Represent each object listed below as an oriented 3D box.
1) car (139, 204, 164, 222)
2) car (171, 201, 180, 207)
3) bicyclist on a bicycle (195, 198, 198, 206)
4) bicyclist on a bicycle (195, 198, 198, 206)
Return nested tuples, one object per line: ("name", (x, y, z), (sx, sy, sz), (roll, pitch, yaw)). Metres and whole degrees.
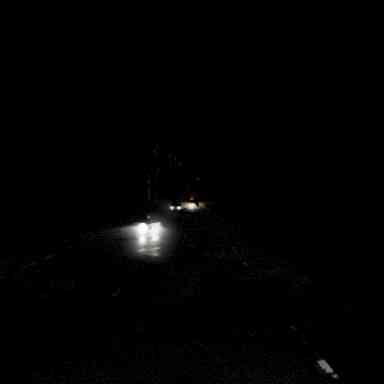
("car", (-3.583, 1.868, 30.104), (2.128, 1.511, 4.902), (0, -1, 0))
("car", (-3.468, 2.467, 70.975), (1.895, 1.301, 4.718), (0, -1, 0))
("bicyclist on a bicycle", (0.997, 2.339, 78.060), (0.659, 1.776, 1.843), (0, 0, 0))
("bicyclist on a bicycle", (0.994, 2.241, 69.059), (0.659, 1.776, 1.843), (0, 0, 0))
